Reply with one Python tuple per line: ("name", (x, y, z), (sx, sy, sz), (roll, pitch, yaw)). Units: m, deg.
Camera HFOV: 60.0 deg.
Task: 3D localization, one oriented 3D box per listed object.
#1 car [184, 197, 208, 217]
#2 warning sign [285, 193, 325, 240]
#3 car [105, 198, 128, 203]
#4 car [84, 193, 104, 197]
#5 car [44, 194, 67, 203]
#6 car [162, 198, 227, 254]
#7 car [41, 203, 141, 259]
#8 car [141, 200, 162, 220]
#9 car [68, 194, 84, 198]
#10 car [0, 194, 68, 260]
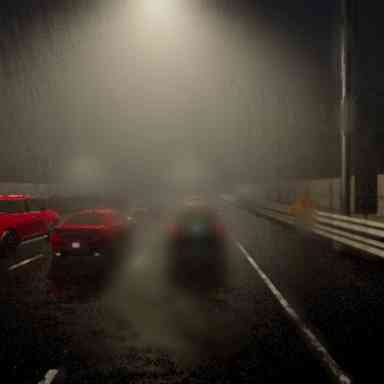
("car", (0.375, 1.237, 29.420), (1.882, 1.535, 5.008), (0, 1, 1))
("warning sign", (4.696, 0.999, 13.906), (1.300, 1.860, 1.060), (0, 0, 1))
("car", (-6.634, 1.288, 28.997), (1.812, 1.442, 4.674), (0, 1, 1))
("car", (-16.897, 0.895, 58.741), (2.097, 1.767, 4.553), (0, 0, 1))
("car", (-23.893, 1.048, 58.456), (1.837, 1.490, 4.892), (0, 1, 1))
("car", (0.185, 1.242, 13.099), (2.097, 1.767, 4.553), (0, 0, 1))
("car", (-3.336, 1.375, 12.172), (1.882, 1.535, 5.008), (0, 0, 1))
("car", (-3.195, 1.334, 26.044), (2.033, 1.411, 5.357), (0, 0, 1))
("car", (-20.385, 1.092, 58.488), (2.033, 1.411, 5.357), (0, 0, 1))
("car", (-6.838, 1.121, 12.173), (2.150, 2.045, 5.566), (0, 1, 1))
